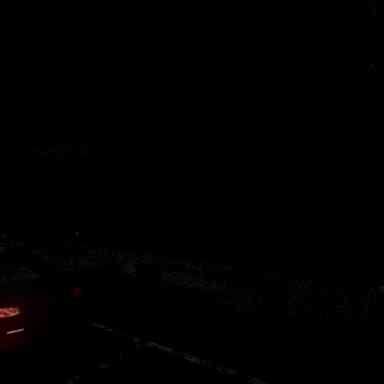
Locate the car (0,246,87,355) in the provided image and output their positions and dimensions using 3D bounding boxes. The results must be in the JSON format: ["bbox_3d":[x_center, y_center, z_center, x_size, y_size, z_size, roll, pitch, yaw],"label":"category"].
[{"bbox_3d":[-3.502,1.581,5.556,4.206,1.307,1.802,0,0,35],"label":"car"}]
